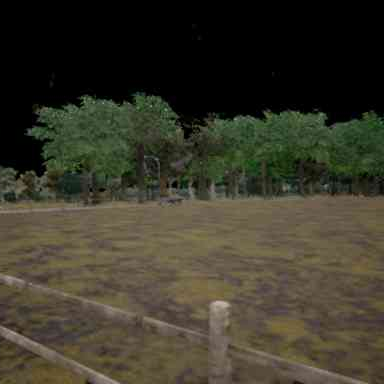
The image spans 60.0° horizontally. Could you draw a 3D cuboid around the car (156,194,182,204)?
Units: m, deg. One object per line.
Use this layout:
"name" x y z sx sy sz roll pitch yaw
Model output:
"car" -4.055 1.229 58.654 4.553 1.767 2.097 -1 -1 -39
